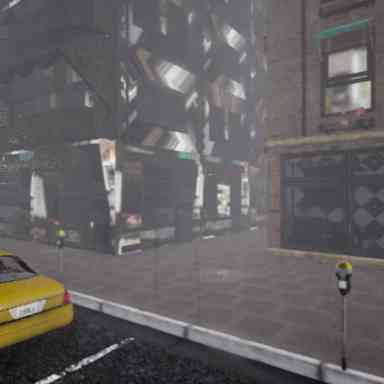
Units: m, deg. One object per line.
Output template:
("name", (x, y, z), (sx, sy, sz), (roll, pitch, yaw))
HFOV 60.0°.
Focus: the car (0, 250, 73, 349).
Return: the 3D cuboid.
("car", (-4.062, 1.535, 5.756), (4.829, 1.417, 1.752), (0, 0, 35))
